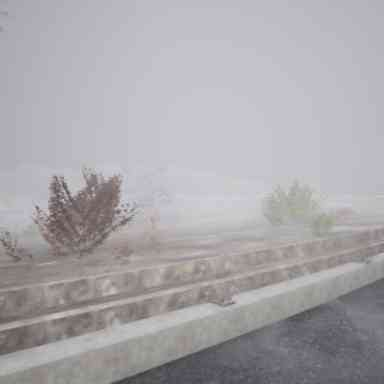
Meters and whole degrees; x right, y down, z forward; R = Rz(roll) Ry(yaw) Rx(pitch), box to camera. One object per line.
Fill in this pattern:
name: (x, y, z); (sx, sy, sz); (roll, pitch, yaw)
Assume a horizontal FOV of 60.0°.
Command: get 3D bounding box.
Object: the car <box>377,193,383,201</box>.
car: (43.851, 1.177, 75.191); (2.150, 2.045, 5.566); (0, 0, 4)
